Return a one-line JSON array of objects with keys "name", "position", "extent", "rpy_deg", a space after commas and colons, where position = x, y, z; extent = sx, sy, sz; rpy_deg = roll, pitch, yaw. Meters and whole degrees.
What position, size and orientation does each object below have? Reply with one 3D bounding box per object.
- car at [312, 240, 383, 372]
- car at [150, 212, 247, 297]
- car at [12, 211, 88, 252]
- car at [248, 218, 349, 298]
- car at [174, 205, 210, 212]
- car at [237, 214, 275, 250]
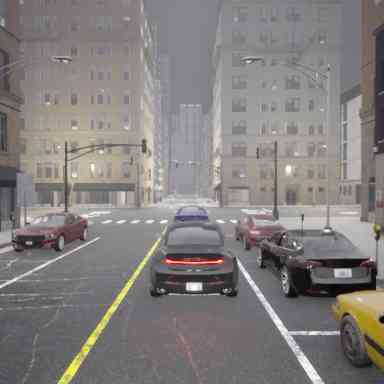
[{"name": "car", "position": [2.857, 1.525, 2.930], "extent": [1.752, 1.417, 4.829], "rpy_deg": [-1, 0, 0]}, {"name": "car", "position": [0.046, 1.503, 8.574], "extent": [1.837, 1.490, 4.892], "rpy_deg": [0, 0, 0]}, {"name": "car", "position": [-5.717, 1.542, 13.906], "extent": [1.887, 1.381, 4.507], "rpy_deg": [-1, 0, 0]}, {"name": "car", "position": [2.843, 1.564, 8.346], "extent": [1.947, 1.339, 4.313], "rpy_deg": [-1, 0, 0]}, {"name": "car", "position": [-0.014, 1.474, 18.524], "extent": [1.882, 1.535, 5.008], "rpy_deg": [0, 0, 0]}, {"name": "car", "position": [2.828, 1.579, 13.932], "extent": [1.802, 1.307, 4.206], "rpy_deg": [-1, 0, 0]}]
